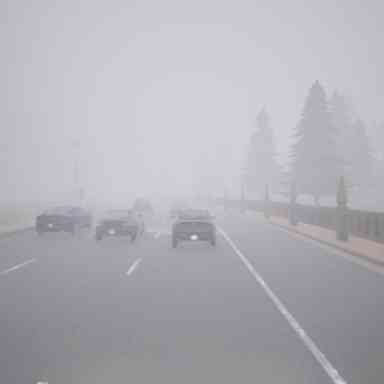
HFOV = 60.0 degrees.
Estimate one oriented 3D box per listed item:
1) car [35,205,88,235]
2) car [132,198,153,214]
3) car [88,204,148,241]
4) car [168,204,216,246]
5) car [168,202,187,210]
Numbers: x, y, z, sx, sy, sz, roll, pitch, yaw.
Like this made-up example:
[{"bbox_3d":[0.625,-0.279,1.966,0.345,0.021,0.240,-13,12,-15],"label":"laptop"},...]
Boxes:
[{"bbox_3d":[-7.029,1.490,18.842,1.882,1.535,5.008,0,0,-1],"label":"car"},{"bbox_3d":[-5.291,1.367,35.529,2.097,1.767,4.553,0,0,-9],"label":"car"},{"bbox_3d":[-3.493,1.533,16.616,1.812,1.442,4.674,0,0,-1],"label":"car"},{"bbox_3d":[0.056,1.507,15.198,1.837,1.490,4.892,0,0,-1],"label":"car"},{"bbox_3d":[-1.300,1.610,33.117,1.895,1.301,4.718,0,0,-9],"label":"car"}]
